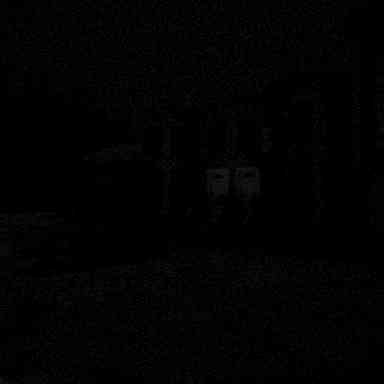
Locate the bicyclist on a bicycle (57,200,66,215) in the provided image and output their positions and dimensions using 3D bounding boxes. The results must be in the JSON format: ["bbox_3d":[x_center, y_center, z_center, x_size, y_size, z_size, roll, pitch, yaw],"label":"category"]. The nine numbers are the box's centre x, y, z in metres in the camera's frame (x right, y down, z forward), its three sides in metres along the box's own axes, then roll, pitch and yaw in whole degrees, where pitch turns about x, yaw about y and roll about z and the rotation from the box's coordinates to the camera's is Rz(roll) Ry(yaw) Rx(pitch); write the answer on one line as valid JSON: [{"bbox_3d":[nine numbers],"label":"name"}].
[{"bbox_3d":[-13.902,1.661,35.286,1.656,1.620,0.582,0,1,36],"label":"bicyclist on a bicycle"}]
